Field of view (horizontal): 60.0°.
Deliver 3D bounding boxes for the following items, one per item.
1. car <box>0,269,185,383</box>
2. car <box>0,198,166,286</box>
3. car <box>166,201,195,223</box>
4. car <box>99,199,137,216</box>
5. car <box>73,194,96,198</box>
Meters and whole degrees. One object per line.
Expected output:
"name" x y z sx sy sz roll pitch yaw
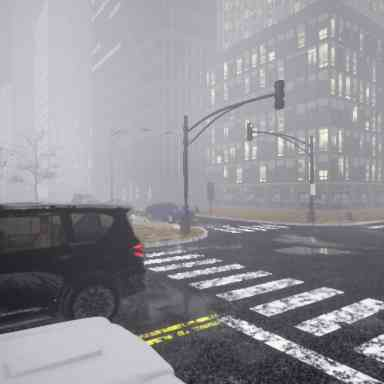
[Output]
"car" -2.245 1.601 1.841 4.718 1.301 1.895 0 0 -36
"car" -3.408 1.221 5.248 5.566 2.045 2.150 0 0 -36
"car" -1.755 1.484 25.815 1.882 1.535 5.008 0 0 -36
"car" -7.733 1.497 34.275 2.128 1.511 4.902 0 0 -35
"car" -13.821 1.227 42.916 2.150 2.045 5.566 0 0 -35
